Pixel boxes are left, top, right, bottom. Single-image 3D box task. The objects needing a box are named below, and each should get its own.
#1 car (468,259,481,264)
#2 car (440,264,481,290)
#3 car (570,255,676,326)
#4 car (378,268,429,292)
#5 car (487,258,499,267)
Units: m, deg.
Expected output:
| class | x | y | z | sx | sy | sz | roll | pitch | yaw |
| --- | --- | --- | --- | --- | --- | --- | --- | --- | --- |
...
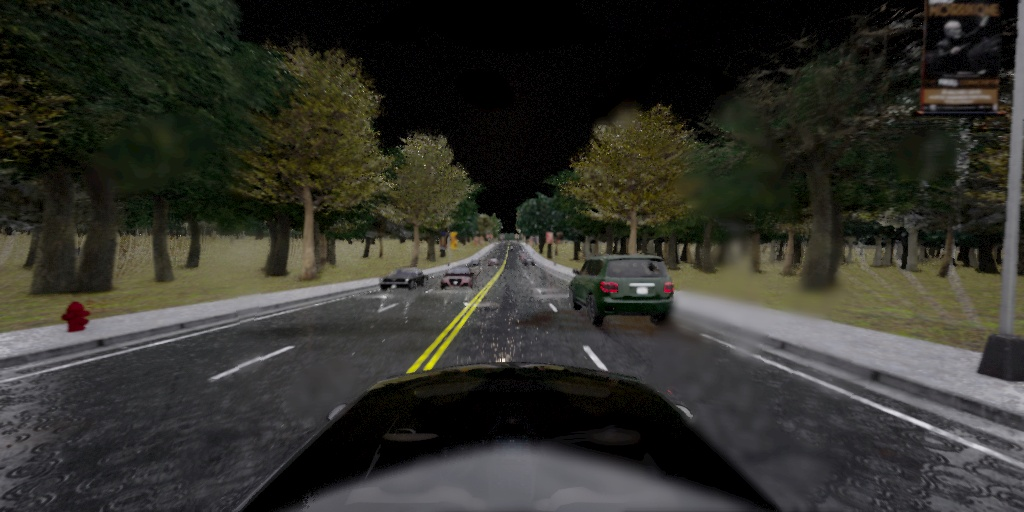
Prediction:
| class | x | y | z | sx | sy | sz | roll | pitch | yaw |
| --- | --- | --- | --- | --- | --- | --- | --- | --- | --- |
| car | -6.542 | 1.218 | 63.543 | 1.994 | 1.385 | 4.181 | 0 | 1 | 0 |
| car | -3.348 | 1.393 | 23.225 | 1.994 | 1.385 | 4.181 | 0 | 0 | 0 |
| car | 3.347 | 0.995 | 11.896 | 2.150 | 2.045 | 5.566 | 0 | 0 | 0 |
| car | -6.604 | 1.424 | 22.264 | 1.895 | 1.301 | 4.718 | 0 | 0 | 0 |
| car | -3.286 | 1.148 | 64.845 | 1.812 | 1.442 | 4.674 | 0 | 1 | 0 |
